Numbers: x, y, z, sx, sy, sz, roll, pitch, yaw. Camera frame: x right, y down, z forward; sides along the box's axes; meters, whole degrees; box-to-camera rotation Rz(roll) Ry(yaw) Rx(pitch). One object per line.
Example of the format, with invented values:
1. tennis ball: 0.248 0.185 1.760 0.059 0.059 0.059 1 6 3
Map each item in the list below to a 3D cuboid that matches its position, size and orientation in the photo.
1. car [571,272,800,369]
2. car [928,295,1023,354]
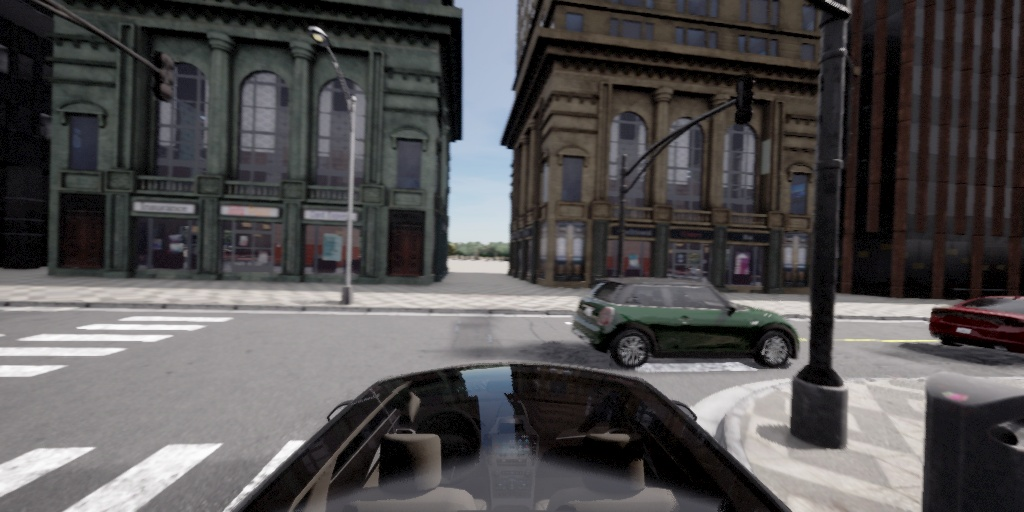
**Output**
1. car: 3.721 1.294 7.937 4.553 1.767 2.097 2 0 -8
2. car: 13.774 1.812 9.331 5.008 1.535 1.882 2 0 -8
